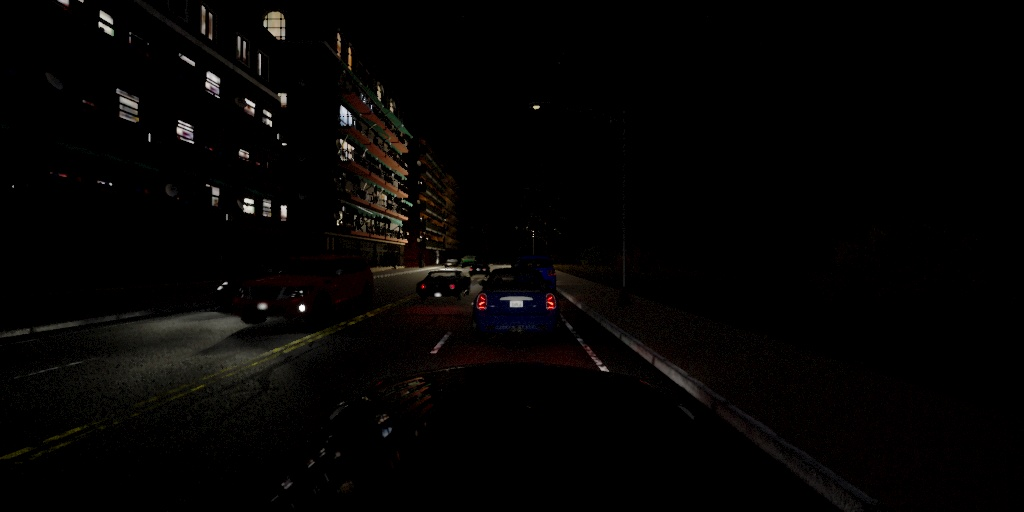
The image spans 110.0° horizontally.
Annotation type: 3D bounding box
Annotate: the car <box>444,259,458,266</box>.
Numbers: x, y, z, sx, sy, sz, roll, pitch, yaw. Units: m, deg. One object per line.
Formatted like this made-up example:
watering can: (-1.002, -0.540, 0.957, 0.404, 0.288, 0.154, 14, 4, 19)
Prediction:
car: (-9.826, 1.245, 58.555, 2.128, 1.511, 4.902, 0, 0, 0)

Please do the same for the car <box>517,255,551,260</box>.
car: (1.138, 0.978, 19.805, 2.150, 2.045, 5.566, 0, 0, 0)

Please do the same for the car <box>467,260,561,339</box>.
car: (0.099, 1.104, 10.231, 2.097, 1.767, 4.553, 0, 0, 0)

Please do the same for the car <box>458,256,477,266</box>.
car: (-6.588, 0.974, 55.699, 2.150, 2.045, 5.566, 0, 0, 0)

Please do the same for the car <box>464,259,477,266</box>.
car: (-3.149, 1.301, 35.519, 2.033, 1.411, 5.357, 0, 0, 0)

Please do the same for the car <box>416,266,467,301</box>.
car: (-3.151, 1.353, 17.518, 1.895, 1.301, 4.718, 0, 0, 0)

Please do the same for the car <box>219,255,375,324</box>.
car: (-6.602, 0.973, 12.257, 2.150, 2.045, 5.566, 0, 0, 0)

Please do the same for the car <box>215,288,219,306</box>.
car: (-9.850, 1.104, 15.064, 2.097, 1.767, 4.553, 0, 0, 0)
